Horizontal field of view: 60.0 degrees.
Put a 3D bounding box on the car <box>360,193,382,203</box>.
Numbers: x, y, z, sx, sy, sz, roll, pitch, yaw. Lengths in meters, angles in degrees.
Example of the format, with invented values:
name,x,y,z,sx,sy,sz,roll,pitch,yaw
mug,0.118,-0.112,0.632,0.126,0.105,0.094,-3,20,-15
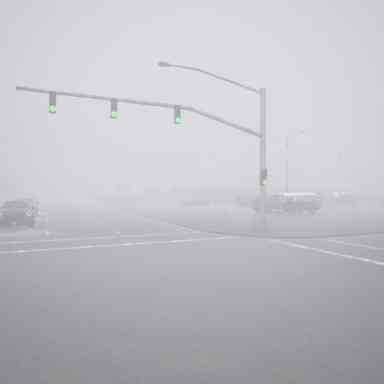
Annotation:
name,x,y,z,sx,sy,sz,roll,pitch,yaw
car,36.157,1.157,66.217,3.866,1.878,1.905,0,0,-23

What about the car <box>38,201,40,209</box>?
name,x,y,z,sx,sy,sz,roll,pitch,yaw
car,-15.605,1.331,31.171,2.097,1.767,4.553,0,0,-24

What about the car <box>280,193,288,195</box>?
name,x,y,z,sx,sy,sz,roll,pitch,yaw
car,18.990,1.375,61.943,3.905,1.438,1.784,0,0,-23

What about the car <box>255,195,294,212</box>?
name,x,y,z,sx,sy,sz,roll,pitch,yaw
car,10.702,1.414,43.094,3.806,1.475,1.970,0,0,-23

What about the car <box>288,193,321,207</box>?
name,x,y,z,sx,sy,sz,roll,pitch,yaw
car,20.078,1.164,59.258,4.605,1.855,1.932,0,0,-23

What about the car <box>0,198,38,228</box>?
name,x,y,z,sx,sy,sz,roll,pitch,yaw
car,-11.604,1.330,22.058,2.097,1.767,4.553,0,0,-24

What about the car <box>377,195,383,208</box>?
name,x,y,z,sx,sy,sz,roll,pitch,yaw
car,26.854,1.405,43.779,3.806,1.475,1.970,0,0,-23

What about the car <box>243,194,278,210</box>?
name,x,y,z,sx,sy,sz,roll,pitch,yaw
car,9.556,1.383,45.752,3.905,1.438,1.784,0,0,-23

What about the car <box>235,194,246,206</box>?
name,x,y,z,sx,sy,sz,roll,pitch,yaw
car,8.447,1.172,48.196,4.605,1.855,1.932,0,0,-23

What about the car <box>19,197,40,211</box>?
name,x,y,z,sx,sy,sz,roll,pitch,yaw
car,-19.792,1.472,40.700,2.128,1.511,4.902,0,0,-24

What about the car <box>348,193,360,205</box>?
name,x,y,z,sx,sy,sz,roll,pitch,yaw
car,35.021,1.397,68.879,3.806,1.475,1.970,0,0,-23
